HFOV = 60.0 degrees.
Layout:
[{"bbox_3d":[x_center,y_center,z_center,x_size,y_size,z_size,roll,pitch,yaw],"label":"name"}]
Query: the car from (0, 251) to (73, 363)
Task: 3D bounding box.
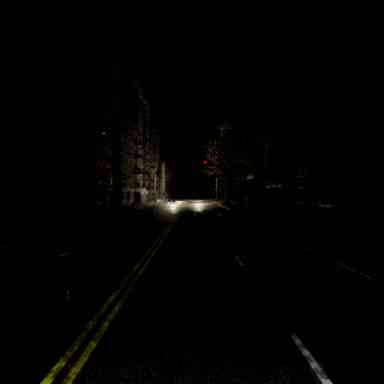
[{"bbox_3d":[-3.352,1.620,4.930,1.994,1.385,4.181,0,-1,0],"label":"car"}]
